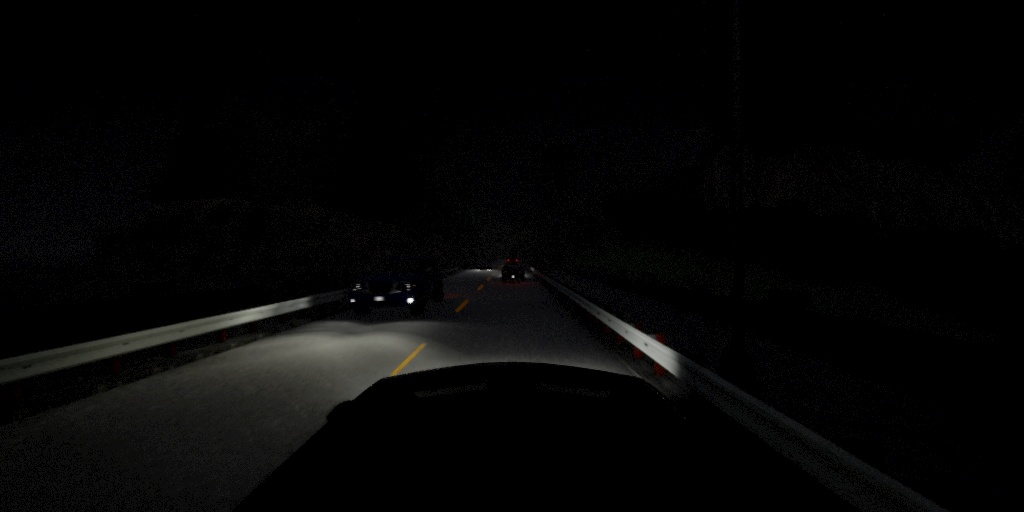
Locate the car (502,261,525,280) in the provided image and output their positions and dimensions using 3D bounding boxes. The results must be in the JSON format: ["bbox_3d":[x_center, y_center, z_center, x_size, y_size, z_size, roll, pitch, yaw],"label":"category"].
[{"bbox_3d":[0.094,1.332,30.914,1.895,1.301,4.718,0,0,0],"label":"car"}]

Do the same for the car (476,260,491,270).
[{"bbox_3d":[-4.032,1.244,51.612,1.812,1.442,4.674,0,0,1],"label":"car"}]

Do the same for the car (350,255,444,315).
[{"bbox_3d":[-4.094,0.966,13.822,2.150,2.045,5.566,0,0,0],"label":"car"}]
